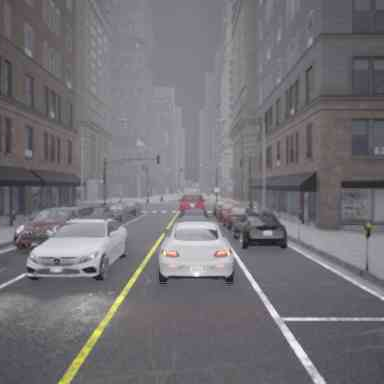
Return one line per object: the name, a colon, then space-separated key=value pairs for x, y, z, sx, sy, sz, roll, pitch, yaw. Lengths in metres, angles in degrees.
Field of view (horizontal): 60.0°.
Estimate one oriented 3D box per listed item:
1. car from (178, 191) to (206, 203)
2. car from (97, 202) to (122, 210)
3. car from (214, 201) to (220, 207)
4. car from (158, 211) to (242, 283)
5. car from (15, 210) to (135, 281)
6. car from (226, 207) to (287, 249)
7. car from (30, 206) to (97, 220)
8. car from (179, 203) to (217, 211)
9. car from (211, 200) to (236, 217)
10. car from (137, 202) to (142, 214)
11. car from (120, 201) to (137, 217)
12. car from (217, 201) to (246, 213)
car: x=0.032 y=1.152 z=28.318 sx=2.150 sy=2.045 sz=5.566 roll=0 pitch=0 yaw=0
car: x=-5.751 y=1.517 z=19.713 sx=1.947 sy=1.339 sz=4.313 roll=-1 pitch=0 yaw=0
car: x=2.780 y=1.483 z=25.208 sx=1.887 sy=1.381 sz=4.507 roll=-1 pitch=0 yaw=0
car: x=0.110 y=1.501 z=9.446 sx=1.812 sy=1.442 sz=4.674 roll=0 pitch=0 yaw=0
car: x=-3.086 y=1.500 z=9.911 sx=1.812 sy=1.442 sz=4.674 roll=0 pitch=0 yaw=0
car: x=2.767 y=1.530 z=14.198 sx=1.947 sy=1.339 sz=4.313 roll=-1 pitch=0 yaw=0
car: x=-5.759 y=1.404 z=14.207 sx=1.967 sy=1.590 sz=4.097 roll=-1 pitch=0 yaw=0
car: x=0.116 y=1.518 z=18.341 sx=1.994 sy=1.385 sz=4.181 roll=0 pitch=0 yaw=0
car: x=2.787 y=1.470 z=30.713 sx=1.887 sy=1.381 sz=4.507 roll=-1 pitch=0 yaw=0
car: x=-5.738 y=1.470 z=30.724 sx=1.887 sy=1.381 sz=4.507 roll=-1 pitch=0 yaw=0
car: x=-5.745 y=1.489 z=25.218 sx=2.008 sy=1.369 sz=4.403 roll=-1 pitch=0 yaw=0
car: x=2.774 y=1.496 z=19.702 sx=1.887 sy=1.381 sz=4.507 roll=-1 pitch=0 yaw=0
